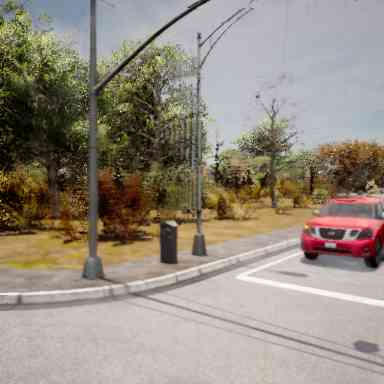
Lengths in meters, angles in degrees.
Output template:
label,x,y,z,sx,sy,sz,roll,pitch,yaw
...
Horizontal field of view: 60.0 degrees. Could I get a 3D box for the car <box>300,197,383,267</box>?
label,x,y,z,sx,sy,sz,roll,pitch,yaw
car,5.812,1.221,11.938,2.150,2.045,5.566,0,0,39

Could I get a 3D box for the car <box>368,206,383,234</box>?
label,x,y,z,sx,sy,sz,roll,pitch,yaw
car,11.900,1.596,19.516,1.895,1.301,4.718,0,0,39
